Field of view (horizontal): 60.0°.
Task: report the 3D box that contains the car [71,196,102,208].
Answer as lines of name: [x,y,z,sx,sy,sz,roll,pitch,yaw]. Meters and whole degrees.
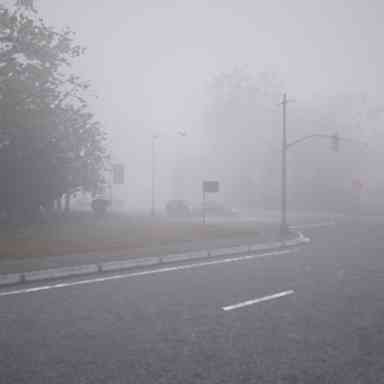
car: [-16.524,1.650,51.835,2.033,1.411,5.357,0,0,-38]

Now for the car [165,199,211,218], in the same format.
car: [-0.676,1.463,31.870,2.097,1.767,4.553,0,0,-39]

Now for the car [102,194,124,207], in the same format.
car: [-12.942,1.347,52.944,2.150,2.045,5.566,0,-1,-38]

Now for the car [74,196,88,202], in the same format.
car: [-27.589,1.677,82.573,1.812,1.442,4.674,0,0,-39]

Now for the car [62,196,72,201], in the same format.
car: [-30.067,1.606,80.068,1.882,1.535,5.008,0,0,-39]

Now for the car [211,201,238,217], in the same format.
car: [2.469,1.624,33.537,2.128,1.511,4.902,0,0,-39]
